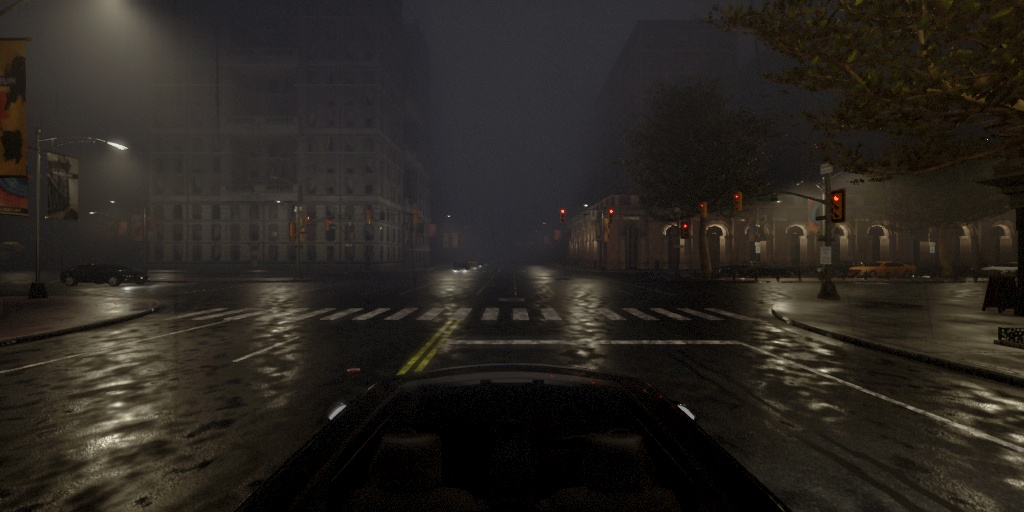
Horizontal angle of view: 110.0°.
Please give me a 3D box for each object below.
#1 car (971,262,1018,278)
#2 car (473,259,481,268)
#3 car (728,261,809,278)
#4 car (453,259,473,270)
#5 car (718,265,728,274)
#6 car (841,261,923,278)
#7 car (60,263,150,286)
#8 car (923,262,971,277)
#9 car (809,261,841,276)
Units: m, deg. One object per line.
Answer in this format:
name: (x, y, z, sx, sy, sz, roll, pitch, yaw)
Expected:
car: (45.058, 1.276, 32.301, 4.674, 1.442, 1.812, 0, 0, 0)
car: (-7.158, 1.228, 62.872, 1.882, 1.535, 5.008, 0, 0, 0)
car: (23.088, 1.297, 32.412, 5.357, 1.411, 2.033, 0, 0, 0)
car: (-7.170, 1.314, 51.113, 1.994, 1.385, 4.181, 0, 0, 0)
car: (23.289, 1.241, 35.911, 4.902, 1.511, 2.128, 0, 0, 0)
car: (33.330, 1.228, 32.367, 5.008, 1.535, 1.882, 0, 0, 0)
car: (-27.647, 1.255, 24.430, 4.892, 1.490, 1.837, 0, 0, 0)
car: (43.131, 1.314, 35.814, 4.181, 1.385, 1.994, 0, 0, 1)
car: (33.220, 1.242, 35.869, 4.902, 1.511, 2.128, 0, 0, 0)
